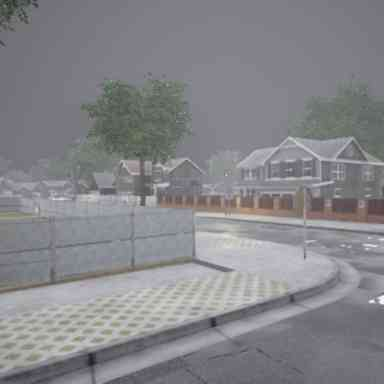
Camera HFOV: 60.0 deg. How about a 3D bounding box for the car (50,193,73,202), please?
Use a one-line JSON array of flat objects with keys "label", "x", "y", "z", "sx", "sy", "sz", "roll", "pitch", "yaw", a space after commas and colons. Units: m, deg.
[{"label": "car", "x": -18.558, "y": 1.235, "z": 46.937, "sx": 2.150, "sy": 2.045, "sz": 5.566, "roll": 0, "pitch": 0, "yaw": -36}]
